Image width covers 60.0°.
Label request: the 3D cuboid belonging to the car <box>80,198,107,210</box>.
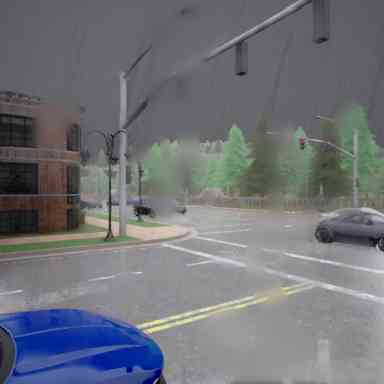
[{"bbox_3d":[-13.102,1.523,42.890,1.882,1.535,5.008,0,0,-35],"label":"car"}]

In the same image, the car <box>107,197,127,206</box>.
[{"bbox_3d":[-12.611,1.564,54.573,1.994,1.385,4.181,0,0,-35],"label":"car"}]

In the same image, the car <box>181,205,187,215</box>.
[{"bbox_3d":[-2.382,1.505,33.518,1.837,1.490,4.892,0,0,-35],"label":"car"}]

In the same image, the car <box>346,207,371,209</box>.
[{"bbox_3d":[8.921,1.525,17.344,1.812,1.442,4.674,0,0,-35],"label":"car"}]

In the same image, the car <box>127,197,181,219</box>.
[{"bbox_3d":[-3.415,1.491,28.882,2.128,1.511,4.902,0,0,-35],"label":"car"}]

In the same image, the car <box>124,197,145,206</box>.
[{"bbox_3d":[-9.813,1.526,56.679,1.812,1.442,4.674,0,0,-35],"label":"car"}]

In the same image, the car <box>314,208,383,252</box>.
[{"bbox_3d":[7.215,1.564,13.681,1.994,1.385,4.181,0,0,-35],"label":"car"}]

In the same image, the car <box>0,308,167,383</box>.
[{"bbox_3d":[-2.486,1.478,1.968,5.008,1.535,1.882,0,0,-36],"label":"car"}]
